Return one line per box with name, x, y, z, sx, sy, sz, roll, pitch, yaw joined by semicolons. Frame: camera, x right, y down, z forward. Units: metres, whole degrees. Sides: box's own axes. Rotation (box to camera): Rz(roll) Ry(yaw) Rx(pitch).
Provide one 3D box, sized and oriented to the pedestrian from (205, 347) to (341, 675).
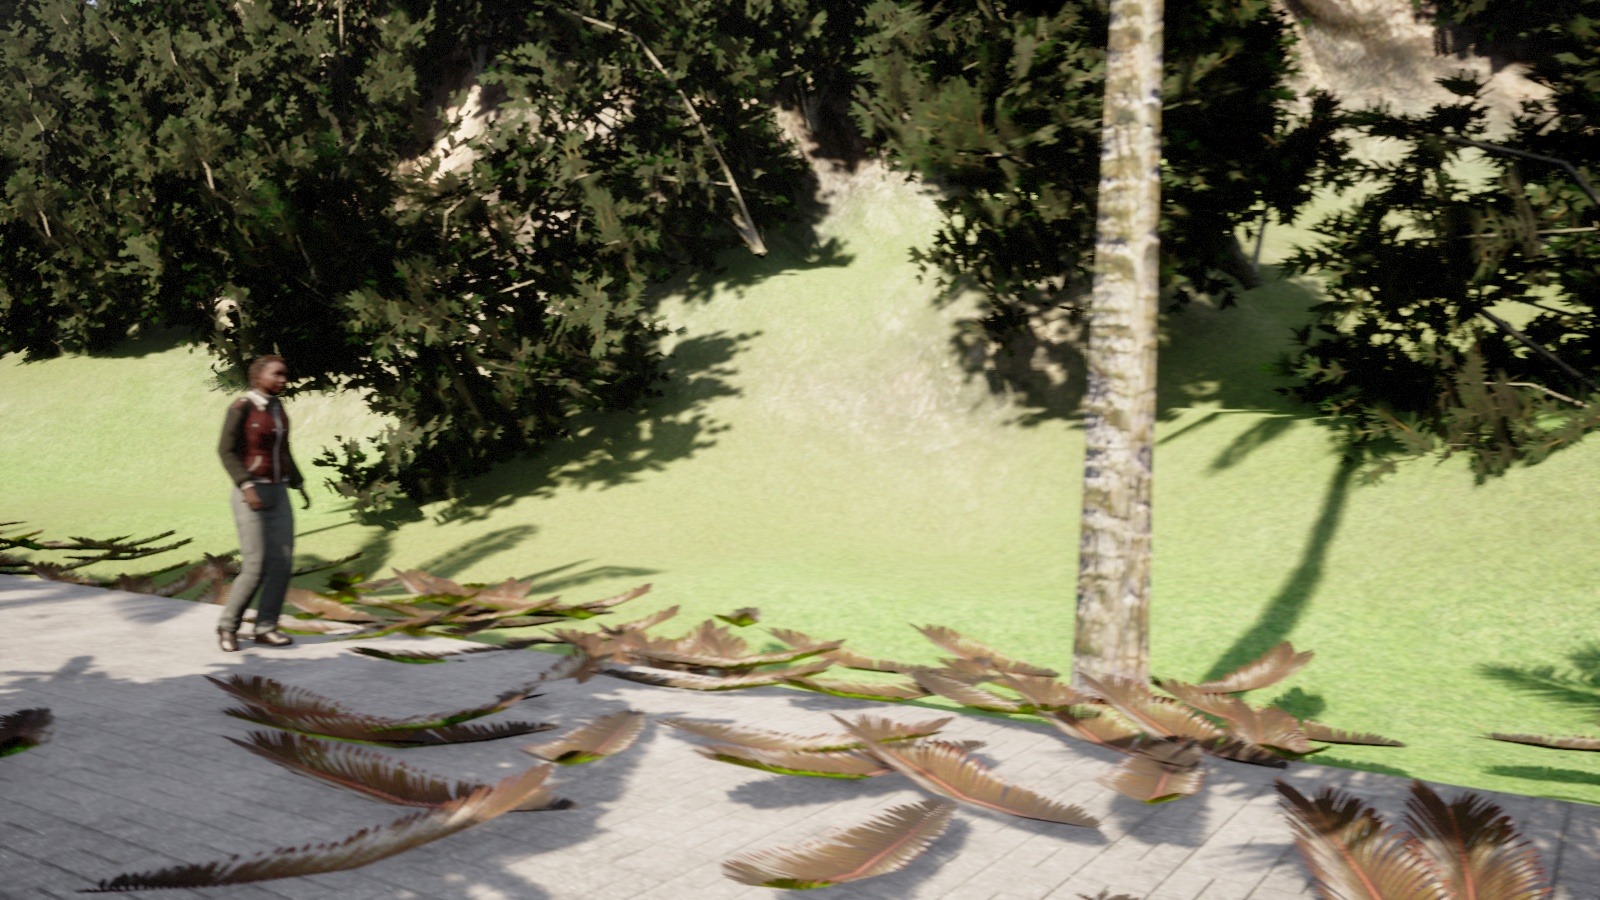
pedestrian;-3.235;0.358;7.720;0.666;1.930;0.402;0;1;25
